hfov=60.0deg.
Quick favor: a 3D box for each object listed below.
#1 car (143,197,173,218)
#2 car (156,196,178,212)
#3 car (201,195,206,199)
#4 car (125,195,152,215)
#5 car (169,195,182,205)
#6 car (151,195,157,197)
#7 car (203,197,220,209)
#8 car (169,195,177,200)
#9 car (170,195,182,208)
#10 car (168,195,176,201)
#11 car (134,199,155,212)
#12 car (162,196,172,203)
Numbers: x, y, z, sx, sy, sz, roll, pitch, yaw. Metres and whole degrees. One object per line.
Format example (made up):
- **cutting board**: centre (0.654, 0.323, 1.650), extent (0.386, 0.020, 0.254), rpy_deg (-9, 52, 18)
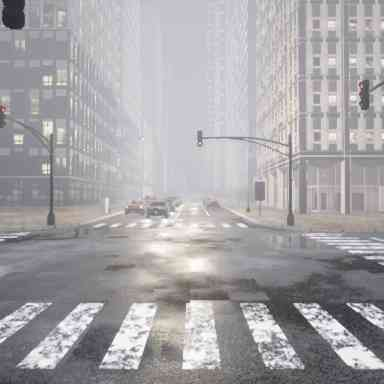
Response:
- **car**: centre (-3.005, 1.516, 30.266), extent (1.837, 1.490, 4.892), rpy_deg (0, 0, 0)
- **car**: centre (-2.975, 1.520, 39.682), extent (1.837, 1.490, 4.892), rpy_deg (0, 0, 0)
- **car**: centre (2.881, 1.547, 56.237), extent (1.752, 1.417, 4.829), rpy_deg (1, 0, 0)
- **car**: centre (-5.568, 1.453, 33.726), extent (1.967, 1.590, 4.097), rpy_deg (1, 0, 0)
- **car**: centre (-2.873, 1.375, 58.390), extent (2.097, 1.767, 4.553), rpy_deg (0, 0, 1)
- **car**: centre (-5.531, 1.332, 44.876), extent (2.192, 1.841, 5.009), rpy_deg (1, 0, 0)
- **car**: centre (2.844, 1.599, 44.912), extent (1.802, 1.307, 4.206), rpy_deg (1, 0, 0)
- **car**: centre (-5.378, 1.605, 95.052), extent (1.947, 1.339, 4.313), rpy_deg (1, 0, 0)
- **car**: centre (-2.942, 1.371, 48.737), extent (2.097, 1.767, 4.553), rpy_deg (0, 0, 0)
- **car**: centre (-5.395, 1.587, 89.477), extent (2.008, 1.369, 4.403), rpy_deg (1, 0, 0)
- **car**: centre (-5.554, 1.597, 39.301), extent (1.802, 1.307, 4.206), rpy_deg (1, 0, 0)
- **car**: centre (-5.448, 1.573, 72.752), extent (1.887, 1.381, 4.507), rpy_deg (1, 0, 0)
